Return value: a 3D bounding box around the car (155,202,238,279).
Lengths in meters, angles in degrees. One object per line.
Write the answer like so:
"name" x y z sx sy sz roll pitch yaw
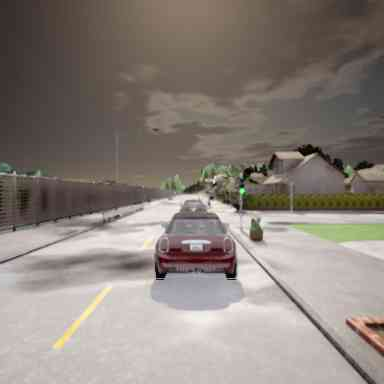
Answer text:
"car" 0.102 1.361 10.219 2.097 1.767 4.553 0 0 0

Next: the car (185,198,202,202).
"car" 0.109 1.374 26.542 2.097 1.767 4.553 0 0 0
